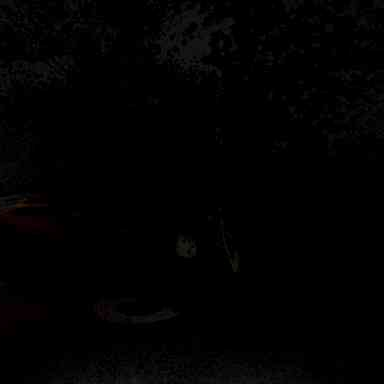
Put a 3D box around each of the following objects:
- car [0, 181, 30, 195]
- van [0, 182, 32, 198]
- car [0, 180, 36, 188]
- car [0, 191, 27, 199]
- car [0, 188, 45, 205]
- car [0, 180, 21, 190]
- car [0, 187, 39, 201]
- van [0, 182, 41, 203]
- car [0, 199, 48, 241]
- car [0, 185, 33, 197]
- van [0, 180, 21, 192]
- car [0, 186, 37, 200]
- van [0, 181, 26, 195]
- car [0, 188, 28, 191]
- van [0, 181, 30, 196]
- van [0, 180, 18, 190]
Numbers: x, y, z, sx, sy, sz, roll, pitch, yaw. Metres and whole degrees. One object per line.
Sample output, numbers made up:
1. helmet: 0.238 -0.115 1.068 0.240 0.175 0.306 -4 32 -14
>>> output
1. car: -28.050 -0.682 50.943 5.566 2.045 2.435 1 1 -31
2. van: -22.485 -0.262 41.352 4.442 1.987 1.878 1 2 -31
3. car: -15.347 0.287 29.521 5.566 2.045 2.435 1 2 -31
4. car: -8.383 1.019 17.716 4.553 1.767 2.185 1 2 -31
5. car: -16.812 0.445 31.884 4.792 1.488 2.163 1 2 -31
6. car: -39.368 -1.472 70.126 5.566 2.045 2.435 1 1 -31
7. car: -19.638 0.204 36.788 4.792 1.488 2.163 1 2 -31
8. van: -18.147 0.067 34.441 4.442 1.987 1.878 1 2 -31
9. car: -7.013 1.265 15.316 5.008 1.535 2.097 1 2 -31
10. car: -23.809 -0.136 43.813 5.008 1.535 2.097 1 1 -31
11. van: -35.024 -1.150 63.048 4.442 1.987 1.878 1 1 -31
12. car: -20.978 0.099 39.059 4.792 1.488 2.163 1 2 -31
13. van: -26.720 -0.560 48.514 4.442 1.987 1.878 1 1 -31
14. car: -12.729 0.776 24.653 5.366 1.575 1.946 1 2 -31
15. van: -25.113 -0.458 46.248 4.442 1.987 1.878 1 2 -31
16. van: -40.651 -1.542 72.585 4.442 1.987 1.878 1 1 -31
